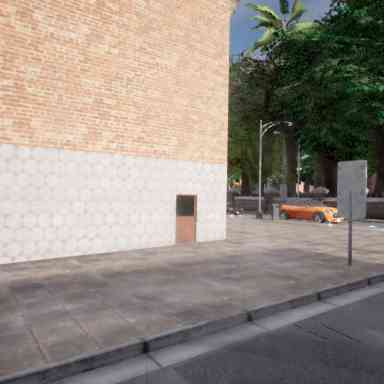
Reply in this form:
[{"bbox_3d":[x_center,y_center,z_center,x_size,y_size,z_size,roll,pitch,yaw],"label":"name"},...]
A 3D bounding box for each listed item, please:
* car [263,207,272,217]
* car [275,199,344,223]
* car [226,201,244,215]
[{"bbox_3d":[8.662,1.660,29.877,1.895,1.301,4.718,2,-1,-35],"label":"car"},{"bbox_3d":[8.755,1.344,24.606,2.097,1.767,4.553,2,-1,-35],"label":"car"},{"bbox_3d":[2.733,1.533,33.211,2.033,1.411,5.357,2,-1,-35],"label":"car"}]
